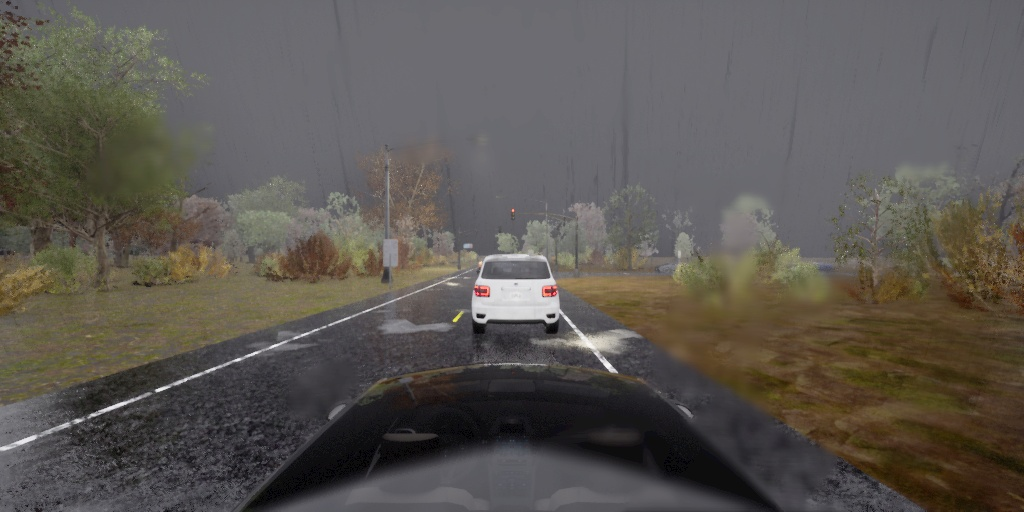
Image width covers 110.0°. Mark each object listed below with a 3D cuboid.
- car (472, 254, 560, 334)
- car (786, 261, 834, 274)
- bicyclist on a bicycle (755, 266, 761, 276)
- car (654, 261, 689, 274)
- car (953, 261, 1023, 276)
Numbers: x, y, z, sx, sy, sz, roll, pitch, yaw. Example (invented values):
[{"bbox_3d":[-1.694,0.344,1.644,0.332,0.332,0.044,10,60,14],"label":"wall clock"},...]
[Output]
[{"bbox_3d":[0.086,0.971,10.753,2.150,2.045,5.566,0,0,0],"label":"car"},{"bbox_3d":[34.230,1.297,41.209,4.674,1.442,1.812,0,0,3],"label":"car"},{"bbox_3d":[24.009,1.221,35.244,0.582,1.620,1.656,0,0,1],"label":"bicyclist on a bicycle"},{"bbox_3d":[18.805,1.325,41.627,4.181,1.385,1.994,0,0,1],"label":"car"},{"bbox_3d":[49.064,1.278,37.129,4.902,1.511,2.128,0,0,5],"label":"car"}]
